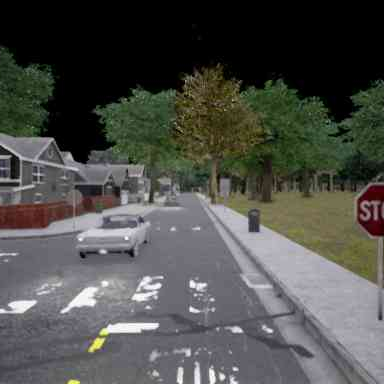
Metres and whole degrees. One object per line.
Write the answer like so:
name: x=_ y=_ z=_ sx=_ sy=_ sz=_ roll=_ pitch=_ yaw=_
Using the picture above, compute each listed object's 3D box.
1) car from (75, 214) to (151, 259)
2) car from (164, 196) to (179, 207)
car: x=-2.755 y=1.533 z=12.548 sx=1.895 sy=1.301 sz=4.718 roll=-2 pitch=0 yaw=0
car: x=-2.695 y=1.212 z=44.491 sx=1.895 sy=1.301 sz=4.718 roll=0 pitch=0 yaw=0
